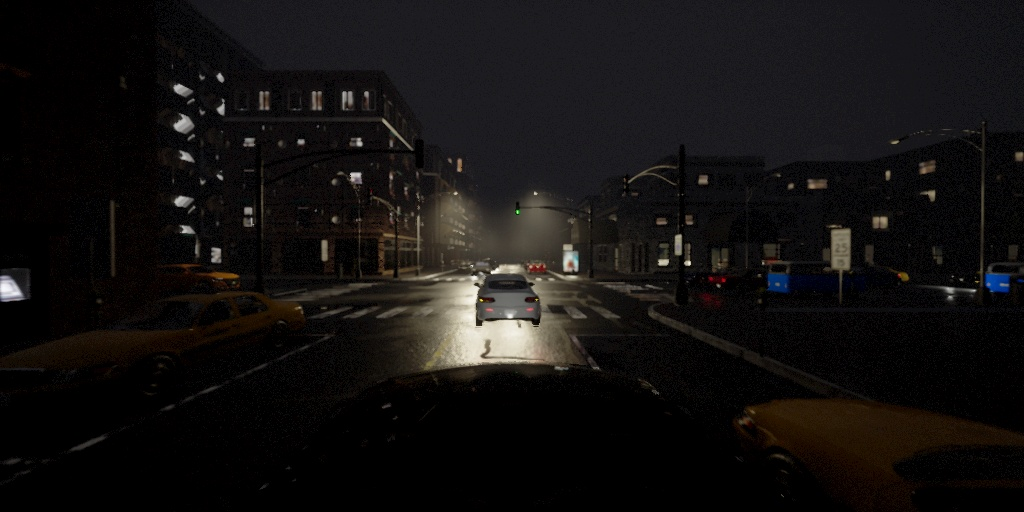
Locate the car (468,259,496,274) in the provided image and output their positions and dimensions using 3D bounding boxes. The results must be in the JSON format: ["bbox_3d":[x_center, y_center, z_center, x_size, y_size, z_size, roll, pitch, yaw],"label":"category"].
[{"bbox_3d":[-3.105,1.279,38.050,2.033,1.411,5.357,0,0,0],"label":"car"}]

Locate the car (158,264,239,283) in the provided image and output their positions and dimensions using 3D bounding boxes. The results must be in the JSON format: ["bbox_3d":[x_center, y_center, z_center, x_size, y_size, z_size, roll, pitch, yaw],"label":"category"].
[{"bbox_3d":[-17.752,1.197,19.654,5.008,1.535,1.882,0,0,0],"label":"car"}]

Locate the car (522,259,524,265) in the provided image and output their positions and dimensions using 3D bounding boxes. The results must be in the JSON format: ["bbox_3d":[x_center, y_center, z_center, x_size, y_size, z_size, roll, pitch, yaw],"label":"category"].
[{"bbox_3d":[2.682,1.315,50.410,1.802,1.307,4.207,0,0,0],"label":"car"}]

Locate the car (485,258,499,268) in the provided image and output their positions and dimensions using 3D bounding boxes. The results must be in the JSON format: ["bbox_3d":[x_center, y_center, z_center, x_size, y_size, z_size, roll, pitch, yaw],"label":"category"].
[{"bbox_3d":[-3.087,1.259,47.974,1.812,1.442,4.674,0,0,0],"label":"car"}]

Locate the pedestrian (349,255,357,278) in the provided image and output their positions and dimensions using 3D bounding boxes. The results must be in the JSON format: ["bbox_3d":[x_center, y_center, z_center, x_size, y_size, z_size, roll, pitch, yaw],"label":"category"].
[{"bbox_3d":[-12.635,0.801,28.427,0.375,1.860,0.375,0,0,0],"label":"pedestrian"}]

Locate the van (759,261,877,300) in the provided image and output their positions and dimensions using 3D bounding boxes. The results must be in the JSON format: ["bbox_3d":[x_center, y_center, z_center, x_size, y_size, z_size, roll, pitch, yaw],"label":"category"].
[{"bbox_3d":[14.653,1.145,17.317,3.998,1.789,1.690,0,0,0],"label":"van"}]

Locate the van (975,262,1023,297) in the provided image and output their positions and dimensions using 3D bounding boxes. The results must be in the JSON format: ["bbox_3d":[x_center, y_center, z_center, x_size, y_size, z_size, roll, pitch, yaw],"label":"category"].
[{"bbox_3d":[25.696,1.174,17.402,3.998,1.789,1.690,0,0,0],"label":"van"}]

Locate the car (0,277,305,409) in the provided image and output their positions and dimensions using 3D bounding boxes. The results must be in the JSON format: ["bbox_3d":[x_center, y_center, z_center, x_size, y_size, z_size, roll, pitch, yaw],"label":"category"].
[{"bbox_3d":[-5.692,1.272,6.378,1.751,1.417,4.829,0,0,0],"label":"car"}]

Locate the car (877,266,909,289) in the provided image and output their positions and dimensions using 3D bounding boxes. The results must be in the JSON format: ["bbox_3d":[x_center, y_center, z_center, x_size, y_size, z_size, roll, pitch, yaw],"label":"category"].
[{"bbox_3d":[22.405,1.343,23.160,4.181,1.385,1.994,0,0,0],"label":"car"}]

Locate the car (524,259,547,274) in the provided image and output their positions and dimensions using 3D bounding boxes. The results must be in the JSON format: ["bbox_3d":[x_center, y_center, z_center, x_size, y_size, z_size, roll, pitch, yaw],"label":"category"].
[{"bbox_3d":[2.684,1.171,39.016,1.967,1.591,4.097,0,0,0],"label":"car"}]

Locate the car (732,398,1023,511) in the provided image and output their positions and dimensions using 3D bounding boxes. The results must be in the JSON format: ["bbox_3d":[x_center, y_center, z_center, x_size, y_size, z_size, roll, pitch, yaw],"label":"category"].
[{"bbox_3d":[2.690,1.276,1.019,1.751,1.417,4.829,0,0,0],"label":"car"}]

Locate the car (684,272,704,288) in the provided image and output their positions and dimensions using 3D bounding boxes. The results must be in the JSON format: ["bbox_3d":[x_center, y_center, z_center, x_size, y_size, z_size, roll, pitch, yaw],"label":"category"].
[{"bbox_3d":[13.486,1.357,23.095,4.718,1.301,1.895,0,0,-1],"label":"car"}]

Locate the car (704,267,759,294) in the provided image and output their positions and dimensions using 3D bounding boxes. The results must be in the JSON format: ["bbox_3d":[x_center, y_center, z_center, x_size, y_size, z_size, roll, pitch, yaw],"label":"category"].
[{"bbox_3d":[13.799,1.381,20.072,4.718,1.301,1.895,0,0,1],"label":"car"}]

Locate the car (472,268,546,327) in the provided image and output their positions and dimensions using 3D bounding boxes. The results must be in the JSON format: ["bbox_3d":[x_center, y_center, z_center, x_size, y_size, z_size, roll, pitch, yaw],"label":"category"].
[{"bbox_3d":[-0.231,1.268,11.378,1.812,1.442,4.674,0,0,-5],"label":"car"}]

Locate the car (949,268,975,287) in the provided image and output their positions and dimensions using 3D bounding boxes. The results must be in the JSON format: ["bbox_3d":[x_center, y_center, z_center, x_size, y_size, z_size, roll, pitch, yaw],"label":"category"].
[{"bbox_3d":[31.507,1.309,23.224,4.892,1.490,1.837,0,0,0],"label":"car"}]

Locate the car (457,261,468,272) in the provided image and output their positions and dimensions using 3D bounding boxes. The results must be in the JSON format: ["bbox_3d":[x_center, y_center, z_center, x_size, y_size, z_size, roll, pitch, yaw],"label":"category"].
[{"bbox_3d":[-5.698,1.283,44.700,2.007,1.370,4.403,0,0,0],"label":"car"}]
